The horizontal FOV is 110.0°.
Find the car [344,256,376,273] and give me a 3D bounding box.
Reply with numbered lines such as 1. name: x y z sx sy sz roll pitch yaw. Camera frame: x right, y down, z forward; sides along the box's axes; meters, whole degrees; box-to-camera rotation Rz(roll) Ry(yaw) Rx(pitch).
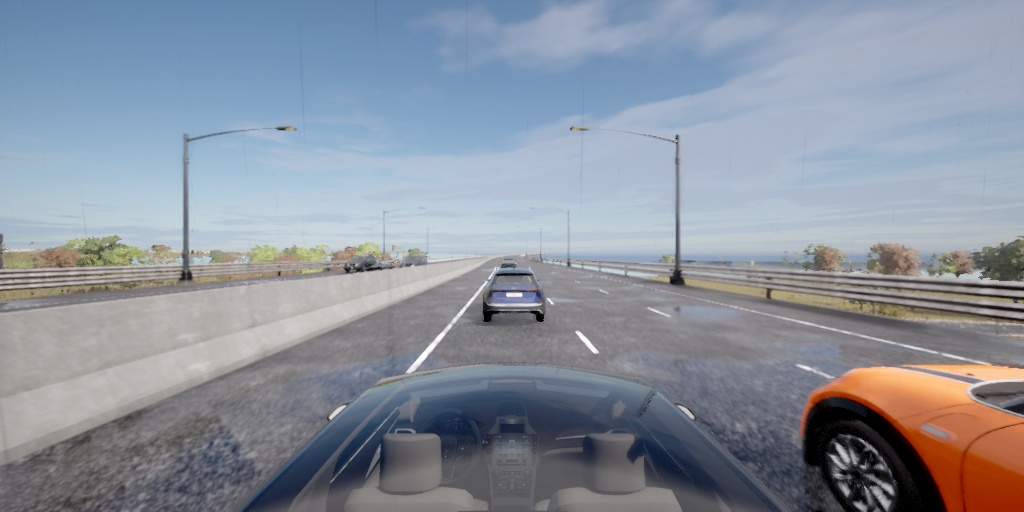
1. car: -18.052 0.969 43.130 2.150 2.045 5.566 0 0 -1

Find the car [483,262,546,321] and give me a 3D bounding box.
1. car: 0.053 1.180 12.529 2.033 1.649 4.856 0 0 0

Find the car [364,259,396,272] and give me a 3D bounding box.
1. car: -14.512 1.348 40.361 1.895 1.301 4.718 0 0 -1

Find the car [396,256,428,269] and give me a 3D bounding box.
1. car: -11.018 0.970 40.794 2.150 2.045 5.566 0 0 -1

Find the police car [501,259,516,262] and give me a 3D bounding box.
1. police car: -0.424 1.167 43.626 1.930 1.638 5.238 0 0 -1

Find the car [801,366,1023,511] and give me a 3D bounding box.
1. car: 3.591 1.101 1.255 2.097 1.767 4.553 0 0 0
